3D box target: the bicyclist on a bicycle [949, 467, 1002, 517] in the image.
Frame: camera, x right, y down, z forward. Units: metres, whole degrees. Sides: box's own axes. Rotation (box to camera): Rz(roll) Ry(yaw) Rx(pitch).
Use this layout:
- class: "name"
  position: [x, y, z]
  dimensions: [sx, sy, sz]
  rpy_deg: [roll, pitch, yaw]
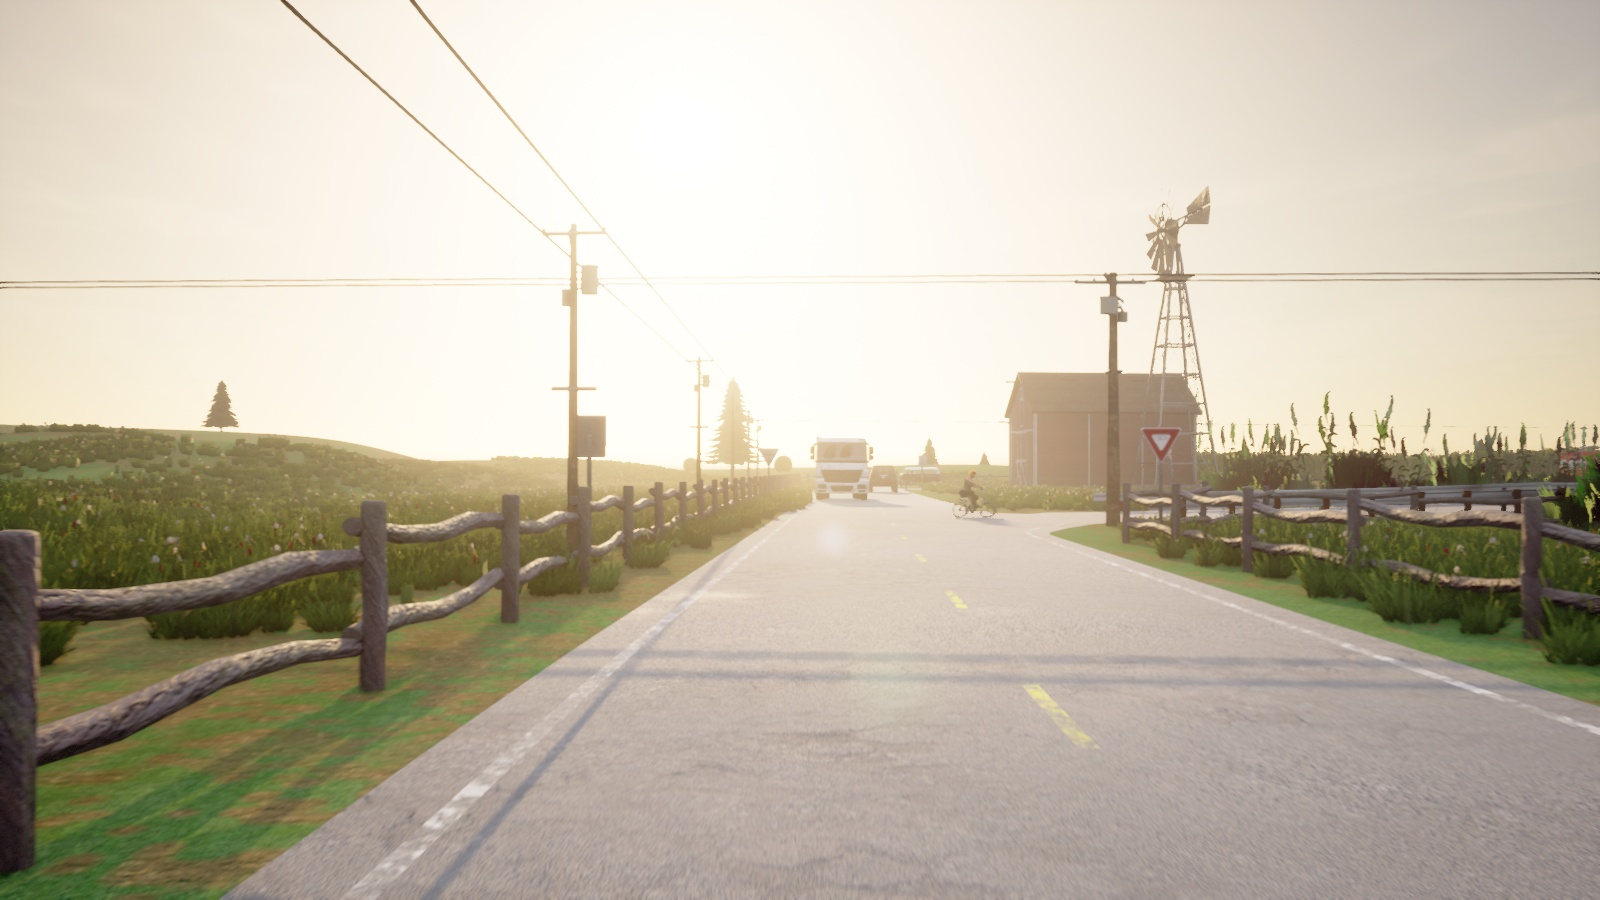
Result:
- class: "bicyclist on a bicycle"
  position: [5.780, 1.395, 41.390]
  dimensions: [1.509, 1.612, 0.866]
  rpy_deg: [-1, -5, 27]

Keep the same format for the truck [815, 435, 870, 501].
- class: "truck"
  position: [2.333, 0.992, 69.817]
  dimensions: [2.891, 3.462, 7.936]
  rpy_deg: [0, -1, 2]

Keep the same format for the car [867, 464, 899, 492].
- class: "car"
  position: [6.265, 2.102, 95.159]
  dimensions: [2.150, 2.045, 5.566]
  rpy_deg: [0, -1, 2]
